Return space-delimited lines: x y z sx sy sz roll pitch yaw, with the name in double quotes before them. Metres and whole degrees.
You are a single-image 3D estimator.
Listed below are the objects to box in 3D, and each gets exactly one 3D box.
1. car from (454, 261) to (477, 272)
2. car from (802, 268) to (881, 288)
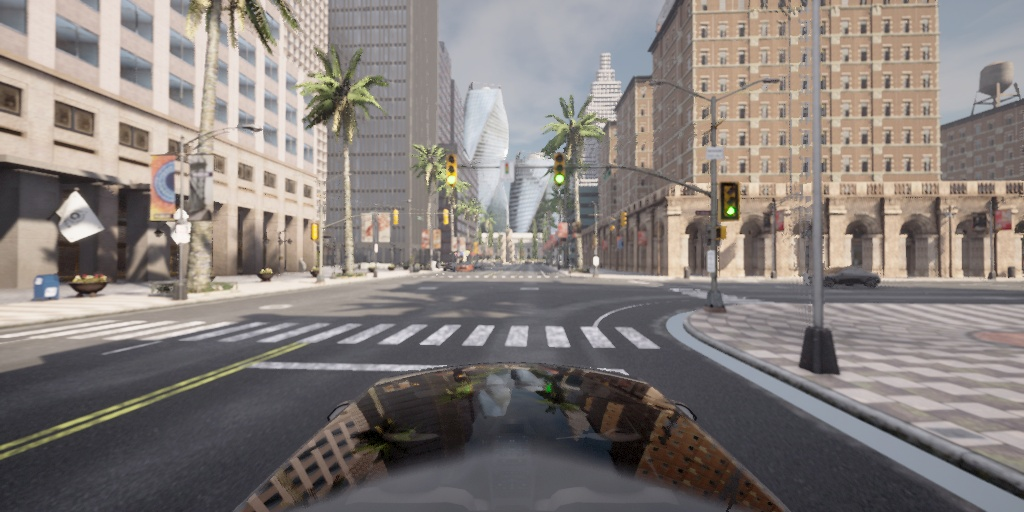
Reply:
"car" -7.450 1.674 57.621 2.097 1.767 4.553 0 0 3
"car" 23.918 1.565 26.080 4.674 1.442 1.812 0 -1 3
